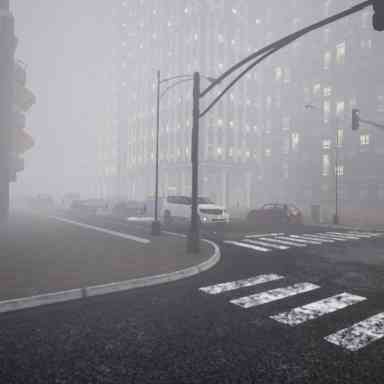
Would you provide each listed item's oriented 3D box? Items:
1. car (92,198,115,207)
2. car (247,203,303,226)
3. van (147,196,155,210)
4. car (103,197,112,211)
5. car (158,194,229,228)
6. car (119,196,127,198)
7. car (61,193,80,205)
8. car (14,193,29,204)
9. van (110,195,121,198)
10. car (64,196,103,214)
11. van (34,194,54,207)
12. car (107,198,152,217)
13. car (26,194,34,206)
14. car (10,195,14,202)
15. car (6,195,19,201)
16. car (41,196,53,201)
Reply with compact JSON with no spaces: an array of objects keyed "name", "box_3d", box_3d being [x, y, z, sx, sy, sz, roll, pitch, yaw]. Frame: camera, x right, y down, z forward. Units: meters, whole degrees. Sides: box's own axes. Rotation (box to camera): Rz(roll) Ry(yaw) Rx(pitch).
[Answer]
[{"name":"car","box_3d":[-13.766,1.586,51.618,1.947,1.339,4.313,1,-1,-35]},{"name":"car","box_3d":[5.831,1.505,23.966,1.967,1.590,4.097,1,-1,-35]},{"name":"van","box_3d":[-3.965,1.382,37.794,1.690,1.788,3.998,1,-1,-35]},{"name":"car","box_3d":[-11.606,1.468,38.571,2.033,1.411,5.357,1,-1,-35]},{"name":"car","box_3d":[0.049,1.170,22.118,2.150,2.045,5.566,1,-1,-35]},{"name":"car","box_3d":[-7.234,1.584,42.401,2.008,1.369,4.403,1,-1,-35]},{"name":"car","box_3d":[-20.404,1.182,56.345,2.150,2.045,5.566,1,-1,-35]},{"name":"car","box_3d":[-30.396,1.155,60.603,2.192,1.841,5.009,1,-1,-35]},{"name":"van","box_3d":[-10.496,1.368,47.012,1.690,1.788,3.998,1,-1,-35]},{"name":"car","box_3d":[-10.805,1.427,32.948,2.008,1.369,4.403,1,-1,-35]},{"name":"van","box_3d":[-20.599,1.197,46.776,1.690,1.788,3.998,1,-1,-35]},{"name":"car","box_3d":[-5.731,1.498,30.275,1.994,1.385,4.181,1,-1,-35]},{"name":"car","box_3d":[-23.868,1.432,51.383,1.802,1.307,4.206,1,-1,-35]},{"name":"car","box_3d":[-36.931,1.397,69.818,1.947,1.339,4.313,1,-1,-35]},{"name":"car","box_3d":[-40.196,1.378,74.427,2.008,1.369,4.403,1,-1,-35]},{"name":"car","box_3d":[-36.627,1.570,83.879,1.802,1.307,4.206,1,-1,-35]}]
